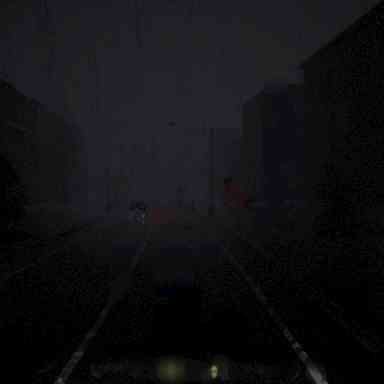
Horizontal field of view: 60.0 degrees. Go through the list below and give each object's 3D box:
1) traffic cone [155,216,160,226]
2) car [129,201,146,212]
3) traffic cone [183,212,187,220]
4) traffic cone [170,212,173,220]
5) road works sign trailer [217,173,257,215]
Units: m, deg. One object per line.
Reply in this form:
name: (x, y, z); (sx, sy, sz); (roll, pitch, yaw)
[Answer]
traffic cone: (-2.044, 1.763, 18.361); (0.340, 0.580, 0.340); (0, 0, -5)
car: (-6.564, 1.719, 40.321); (1.895, 1.301, 4.718); (0, -1, -7)
traffic cone: (-0.527, 1.778, 24.505); (0.340, 0.580, 0.340); (0, 0, -4)
traffic cone: (-1.523, 1.784, 24.426); (0.340, 0.580, 0.340); (0, 0, -4)
road works sign trailer: (3.331, 0.606, 24.416); (2.380, 2.880, 3.560); (46, 16, 20)
